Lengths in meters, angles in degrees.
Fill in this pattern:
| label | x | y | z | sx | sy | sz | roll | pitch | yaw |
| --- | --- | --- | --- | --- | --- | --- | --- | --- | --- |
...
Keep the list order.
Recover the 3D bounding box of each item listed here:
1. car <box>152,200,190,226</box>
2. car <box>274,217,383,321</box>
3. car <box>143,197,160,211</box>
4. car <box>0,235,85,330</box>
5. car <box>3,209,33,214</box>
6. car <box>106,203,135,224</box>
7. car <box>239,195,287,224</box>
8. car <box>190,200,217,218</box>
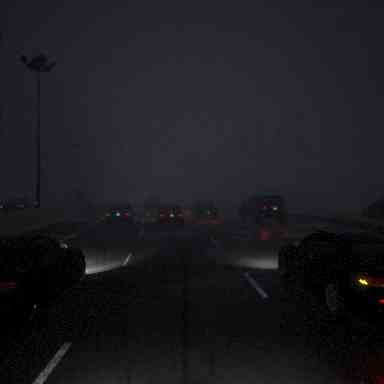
| label | x | y | z | sx | sy | sz | roll | pitch | yaw |
| --- | --- | --- | --- | --- | --- | --- | --- | --- | --- |
| car | -1.627 | 1.554 | 23.708 | 2.033 | 1.411 | 5.357 | 0 | 0 | -8 |
| car | 3.331 | 1.521 | 7.197 | 1.812 | 1.442 | 4.674 | 0 | 0 | -2 |
| car | -5.022 | 1.366 | 41.890 | 2.097 | 1.767 | 4.553 | 0 | 0 | -13 |
| car | -3.669 | 1.571 | 6.881 | 1.994 | 1.385 | 4.181 | 0 | 0 | -2 |
| car | -17.794 | 1.385 | 34.052 | 2.097 | 1.767 | 4.553 | 0 | 0 | -12 |
| car | -5.305 | 1.559 | 24.811 | 2.033 | 1.411 | 5.357 | 0 | 0 | -8 |
| car | 5.234 | 1.217 | 25.113 | 2.150 | 2.045 | 5.566 | 0 | 0 | -8 |
| car | 0.958 | 1.494 | 29.855 | 2.128 | 1.511 | 4.902 | 0 | 0 | -9 |
